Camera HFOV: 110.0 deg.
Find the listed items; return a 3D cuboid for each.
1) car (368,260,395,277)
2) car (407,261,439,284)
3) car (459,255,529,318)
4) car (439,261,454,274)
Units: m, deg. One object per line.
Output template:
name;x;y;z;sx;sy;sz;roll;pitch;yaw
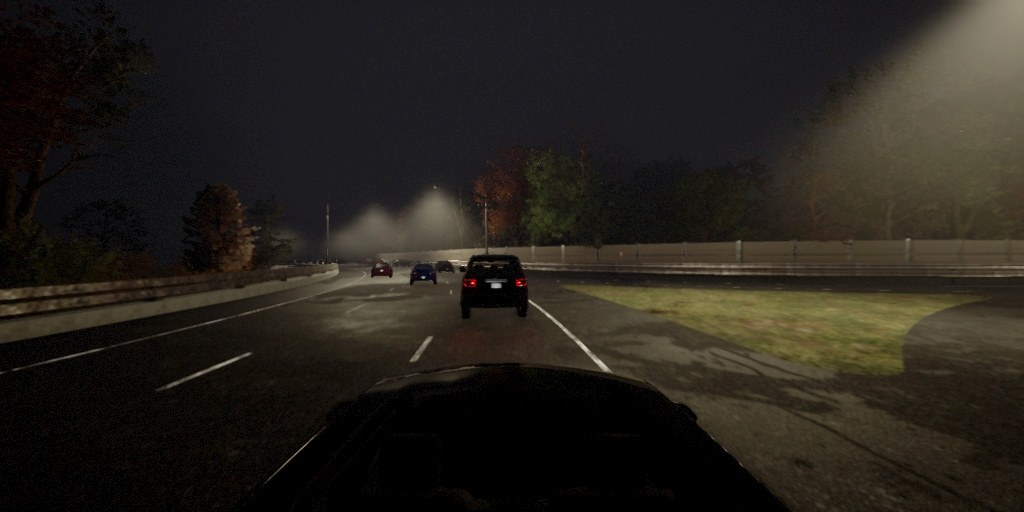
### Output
car;-13.019;1.362;35.987;1.994;1.385;4.181;0;0;-18
car;-6.679;1.300;27.099;1.812;1.442;4.674;0;0;-13
car;-0.751;0.974;13.304;2.150;2.045;5.566;0;0;-6
car;-8.186;1.306;42.833;1.812;1.442;4.674;0;0;-21
